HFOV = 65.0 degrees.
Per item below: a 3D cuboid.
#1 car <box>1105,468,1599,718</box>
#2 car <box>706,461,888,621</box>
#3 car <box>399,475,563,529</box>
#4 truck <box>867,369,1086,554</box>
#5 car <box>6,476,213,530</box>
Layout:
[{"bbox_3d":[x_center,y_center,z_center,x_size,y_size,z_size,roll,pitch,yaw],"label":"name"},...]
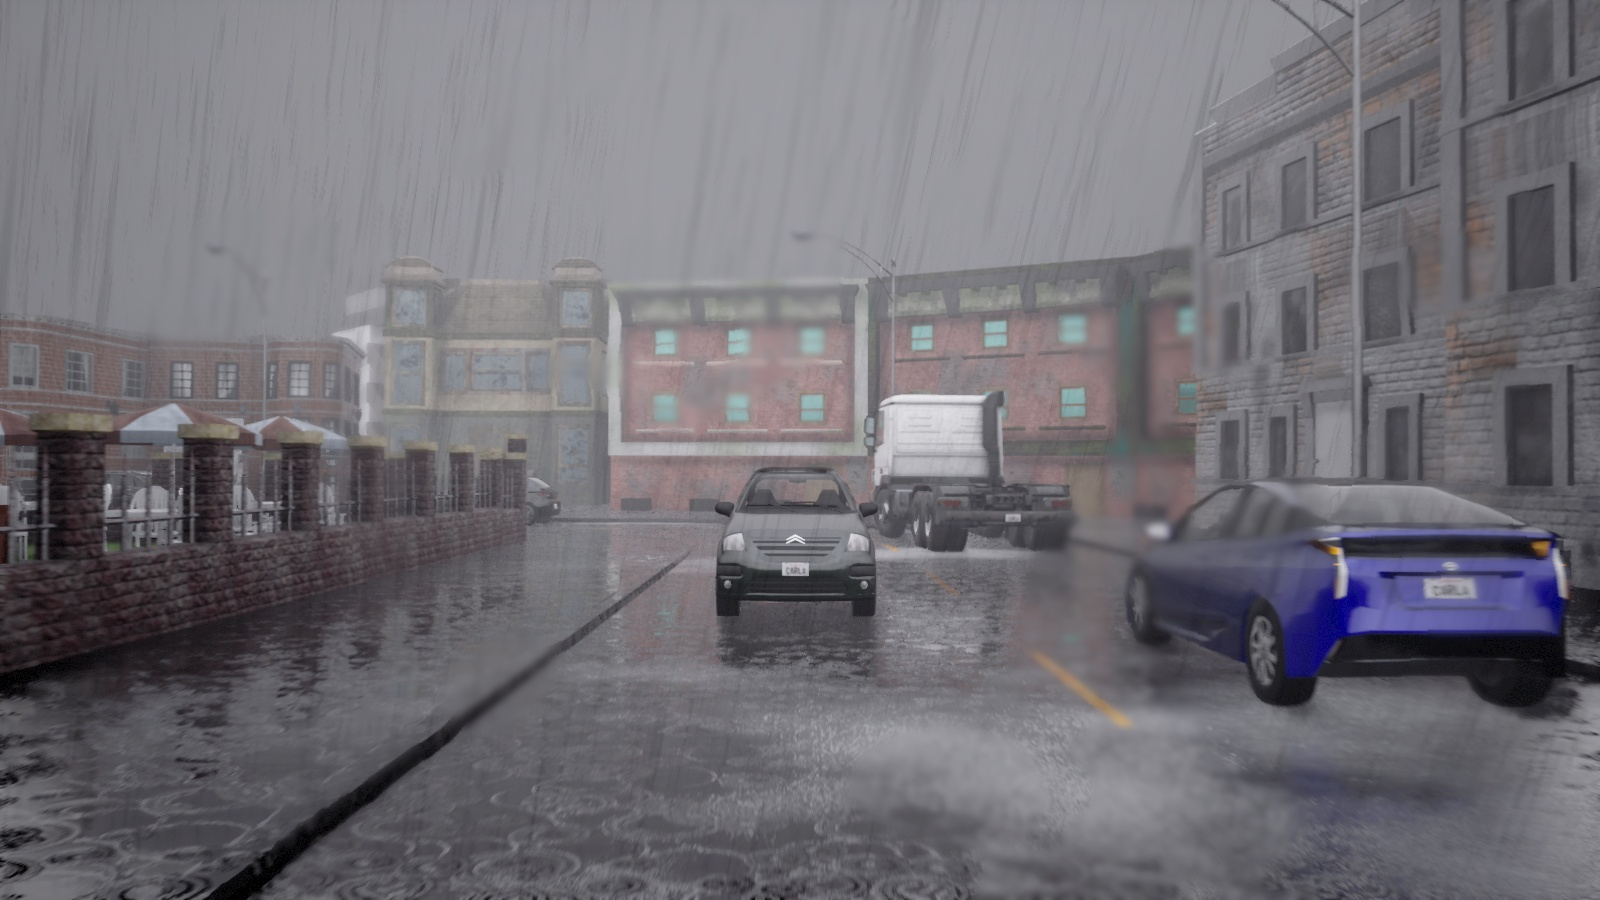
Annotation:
[{"bbox_3d":[3.975,0.912,9.951,2.007,1.525,4.514,0,-1,0],"label":"car"},{"bbox_3d":[-0.032,0.961,14.798,1.851,1.617,3.988,0,-1,0],"label":"car"},{"bbox_3d":[-9.070,1.465,35.882,4.193,1.474,1.816,0,-1,3],"label":"car"},{"bbox_3d":[3.573,0.283,27.711,2.891,3.462,7.936,0,-1,-6],"label":"truck"},{"bbox_3d":[-19.675,1.499,35.899,4.892,1.490,1.837,0,-1,0],"label":"car"}]
